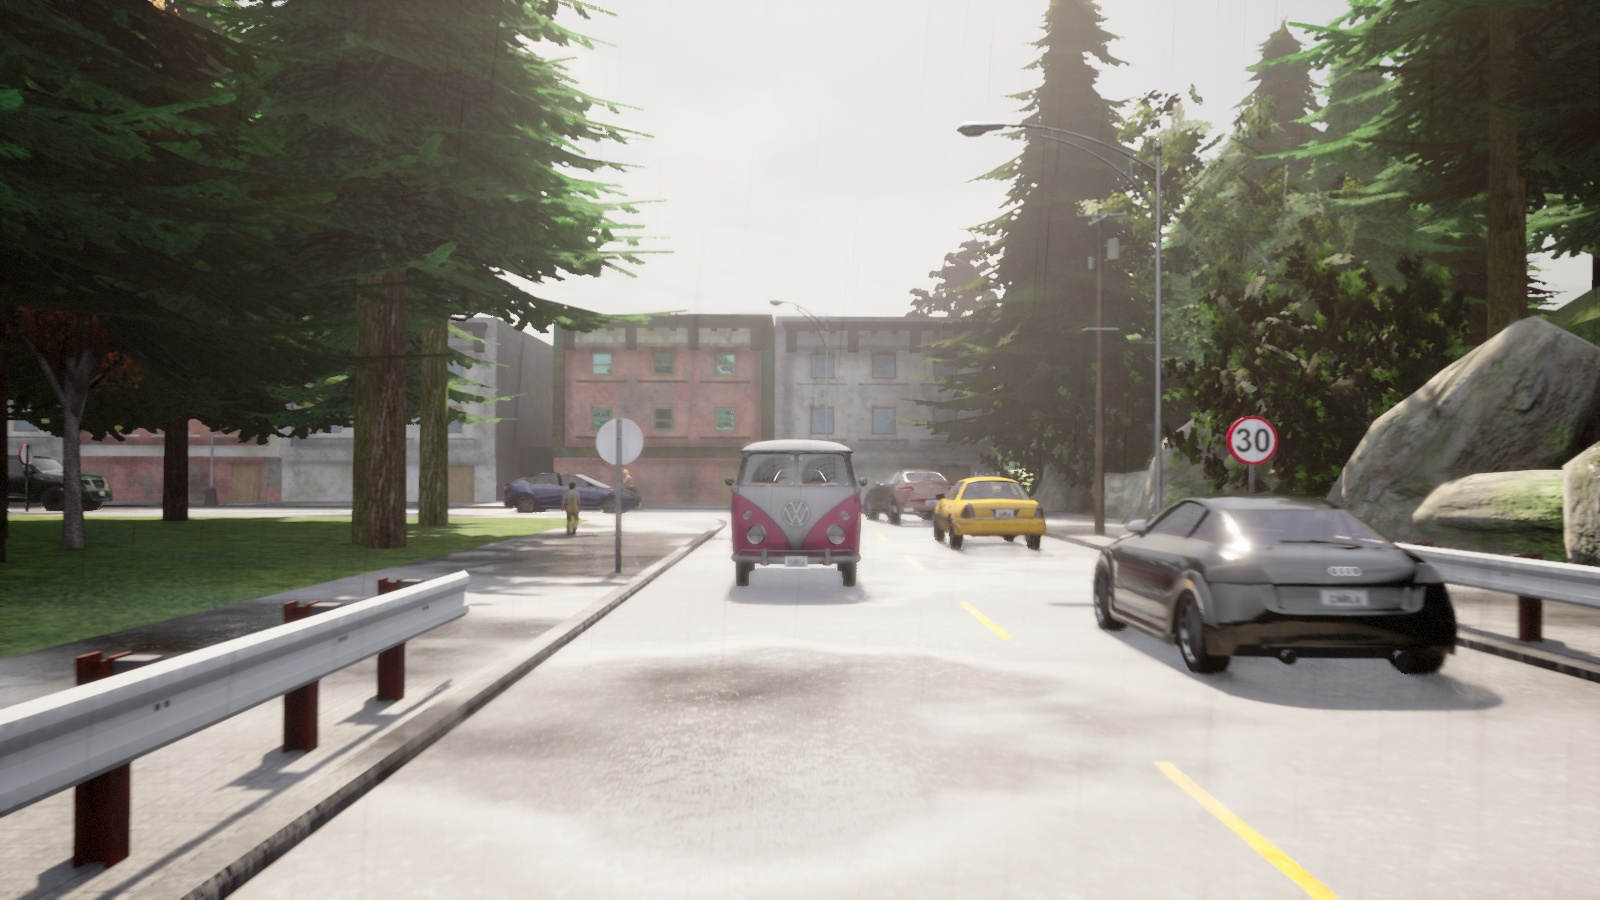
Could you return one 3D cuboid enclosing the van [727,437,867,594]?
[{"bbox_3d":[-0.046,0.874,18.228,1.775,1.987,4.442,0,-1,0],"label":"van"}]

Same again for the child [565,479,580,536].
[{"bbox_3d":[-5.146,1.300,28.367,0.270,1.263,0.437,0,-1,-2],"label":"child"}]

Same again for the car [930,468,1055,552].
[{"bbox_3d":[3.934,1.182,26.555,1.801,1.575,5.366,0,-1,0],"label":"car"}]

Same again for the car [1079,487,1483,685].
[{"bbox_3d":[3.972,1.051,11.252,1.994,1.385,4.181,0,-1,0],"label":"car"}]

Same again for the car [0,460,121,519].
[{"bbox_3d":[-27.333,1.385,44.302,5.566,2.045,2.150,0,-1,0],"label":"car"}]

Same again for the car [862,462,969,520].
[{"bbox_3d":[3.463,1.229,38.727,2.152,1.651,5.027,0,-1,-8],"label":"car"}]

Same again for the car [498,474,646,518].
[{"bbox_3d":[-7.962,1.586,44.184,4.792,1.488,2.163,0,-1,2],"label":"car"}]
